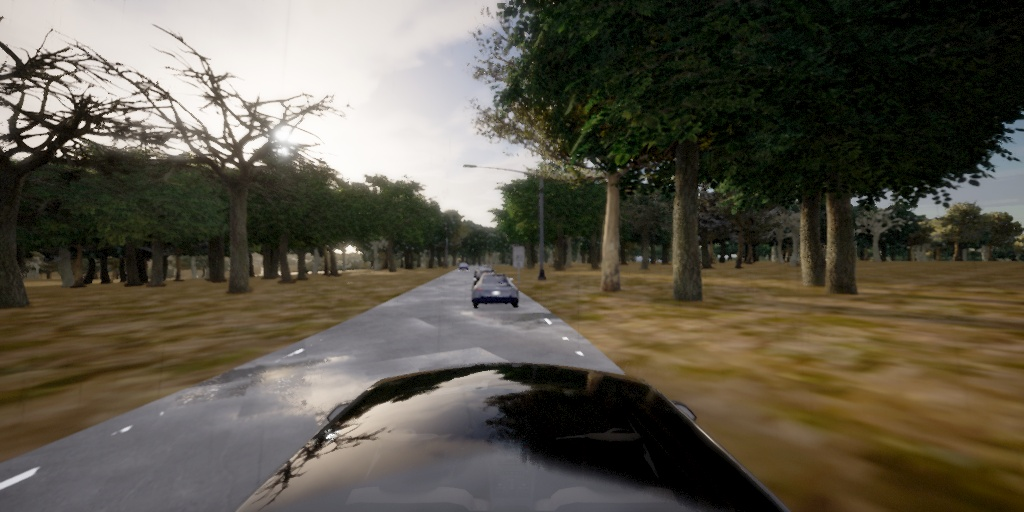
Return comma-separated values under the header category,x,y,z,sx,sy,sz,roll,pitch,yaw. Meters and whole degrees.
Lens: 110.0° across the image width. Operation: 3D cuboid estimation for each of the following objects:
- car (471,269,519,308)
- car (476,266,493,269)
category,x,y,z,sx,sy,sz,roll,pitch,yaw
car,-0.835,1.475,16.344,1.994,1.385,4.181,0,-1,-6
car,-2.394,1.608,31.242,2.128,1.511,4.902,0,-1,-6
